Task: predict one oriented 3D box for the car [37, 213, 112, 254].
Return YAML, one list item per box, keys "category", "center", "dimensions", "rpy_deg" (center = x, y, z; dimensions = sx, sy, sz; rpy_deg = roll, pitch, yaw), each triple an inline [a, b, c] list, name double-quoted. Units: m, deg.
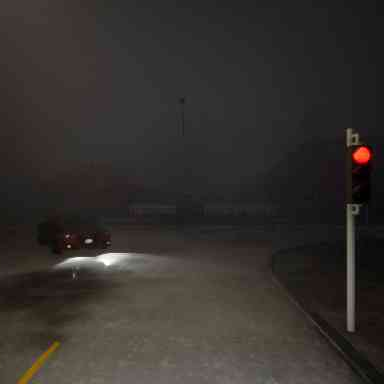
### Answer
- category: "car"
  center: [-4.838, 1.564, 13.454]
  dimensions: [1.994, 1.385, 4.181]
  rpy_deg: [1, 0, -37]
